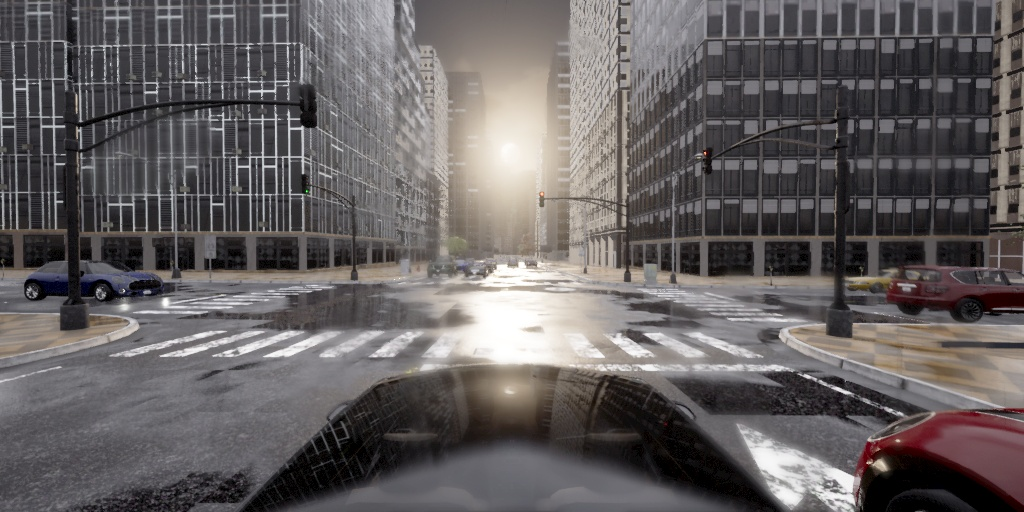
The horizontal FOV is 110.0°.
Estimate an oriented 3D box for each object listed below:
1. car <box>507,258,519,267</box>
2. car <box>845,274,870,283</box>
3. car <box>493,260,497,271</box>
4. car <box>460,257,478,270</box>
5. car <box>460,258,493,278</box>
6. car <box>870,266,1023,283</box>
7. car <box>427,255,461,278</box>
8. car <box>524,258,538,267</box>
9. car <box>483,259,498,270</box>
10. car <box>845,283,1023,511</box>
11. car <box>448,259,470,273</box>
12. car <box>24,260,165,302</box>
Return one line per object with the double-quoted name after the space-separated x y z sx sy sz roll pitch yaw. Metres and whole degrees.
0.199 1.267 63.362 1.994 1.385 4.181 0 0 0 "car"
21.862 1.409 20.791 4.829 1.417 1.751 0 0 1 "car"
-3.218 1.325 43.222 1.895 1.301 4.718 0 0 0 "car"
-6.423 1.065 53.816 2.097 1.767 4.553 0 0 0 "car"
-3.246 1.224 33.941 2.128 1.511 4.902 0 0 1 "car"
16.224 1.281 12.525 5.009 1.841 2.192 0 0 1 "car"
-6.487 0.954 34.183 2.150 2.045 5.566 0 0 0 "car"
3.449 1.303 63.380 1.895 1.301 4.718 0 0 0 "car"
-3.176 1.261 53.925 2.033 1.411 5.357 0 0 0 "car"
3.253 1.103 0.410 2.097 1.767 4.553 0 0 0 "car"
-6.464 1.201 44.148 1.882 1.535 5.008 0 0 0 "car"
-18.151 0.971 15.742 4.553 1.767 2.097 1 1 3 "car"
